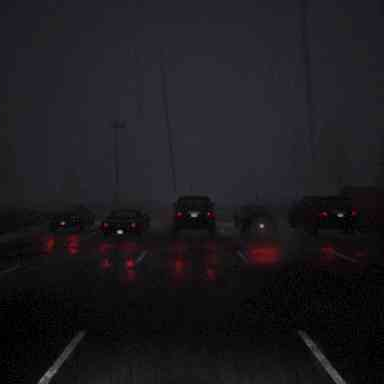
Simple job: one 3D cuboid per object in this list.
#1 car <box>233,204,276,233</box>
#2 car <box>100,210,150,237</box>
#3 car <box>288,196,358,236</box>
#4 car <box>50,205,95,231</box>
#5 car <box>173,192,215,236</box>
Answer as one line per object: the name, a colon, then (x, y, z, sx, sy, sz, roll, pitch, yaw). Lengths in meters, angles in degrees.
car: (3.600, 1.492, 19.566, 1.837, 1.490, 4.892, 0, 0, 0)
car: (-3.400, 1.589, 17.931, 1.895, 1.301, 4.718, 0, 0, 0)
car: (7.100, 1.209, 18.589, 2.150, 2.045, 5.566, 0, 0, 0)
car: (-7.280, 1.513, 20.491, 1.812, 1.442, 4.674, 0, 0, -5)
car: (0.101, 1.209, 18.541, 2.150, 2.045, 5.566, 0, 0, 0)
